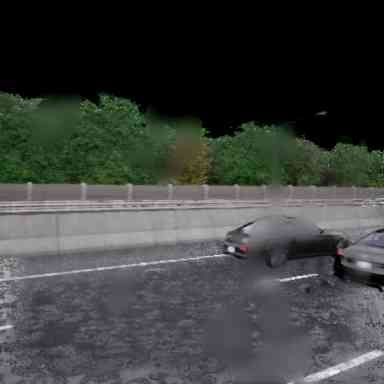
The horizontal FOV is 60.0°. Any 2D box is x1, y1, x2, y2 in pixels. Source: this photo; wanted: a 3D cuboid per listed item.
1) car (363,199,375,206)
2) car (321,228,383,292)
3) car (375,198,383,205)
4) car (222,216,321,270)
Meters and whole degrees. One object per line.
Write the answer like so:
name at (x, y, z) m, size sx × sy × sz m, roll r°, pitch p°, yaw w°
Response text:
car at (24.192, 1.606, 42.972) m, size 4.892 × 1.490 × 1.837 m, roll 0°, pitch 0°, yaw -29°
car at (5.528, 1.585, 8.307) m, size 4.181 × 1.385 × 1.994 m, roll 0°, pitch 0°, yaw -29°
car at (24.365, 1.595, 39.073) m, size 4.902 × 1.511 × 2.128 m, roll 0°, pitch 0°, yaw -29°
car at (3.163, 1.538, 10.993) m, size 4.674 × 1.442 × 1.812 m, roll 0°, pitch 0°, yaw -29°
